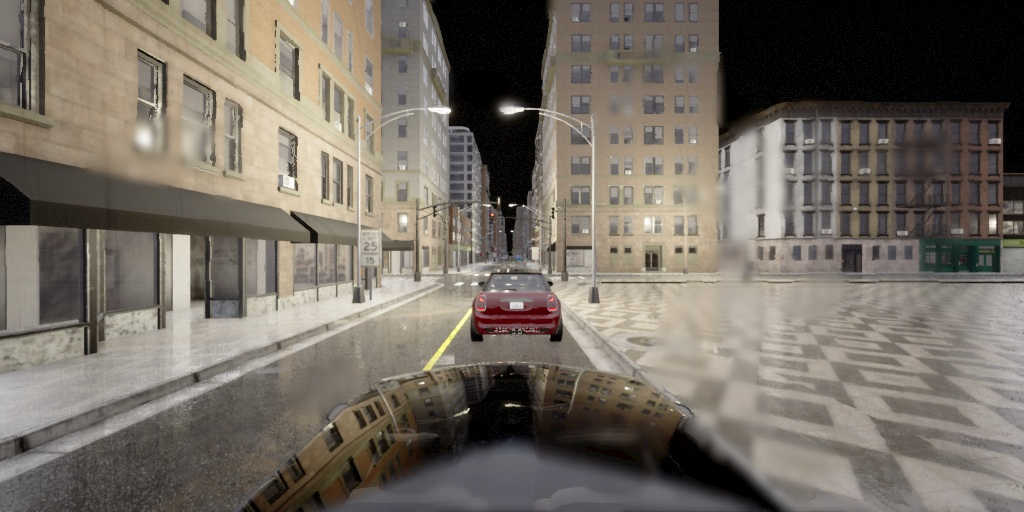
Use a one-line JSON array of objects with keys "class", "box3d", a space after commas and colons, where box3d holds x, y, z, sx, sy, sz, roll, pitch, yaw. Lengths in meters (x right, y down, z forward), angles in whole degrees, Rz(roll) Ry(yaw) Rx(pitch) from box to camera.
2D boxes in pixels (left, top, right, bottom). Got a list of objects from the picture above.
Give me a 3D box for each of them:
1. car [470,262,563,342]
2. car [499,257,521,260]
[{"class": "car", "box3d": [0.104, 1.102, 9.956, 2.097, 1.767, 4.553, 0, 0, 0]}, {"class": "car", "box3d": [0.054, 1.101, 19.772, 2.097, 1.767, 4.553, 0, 0, -1]}]
